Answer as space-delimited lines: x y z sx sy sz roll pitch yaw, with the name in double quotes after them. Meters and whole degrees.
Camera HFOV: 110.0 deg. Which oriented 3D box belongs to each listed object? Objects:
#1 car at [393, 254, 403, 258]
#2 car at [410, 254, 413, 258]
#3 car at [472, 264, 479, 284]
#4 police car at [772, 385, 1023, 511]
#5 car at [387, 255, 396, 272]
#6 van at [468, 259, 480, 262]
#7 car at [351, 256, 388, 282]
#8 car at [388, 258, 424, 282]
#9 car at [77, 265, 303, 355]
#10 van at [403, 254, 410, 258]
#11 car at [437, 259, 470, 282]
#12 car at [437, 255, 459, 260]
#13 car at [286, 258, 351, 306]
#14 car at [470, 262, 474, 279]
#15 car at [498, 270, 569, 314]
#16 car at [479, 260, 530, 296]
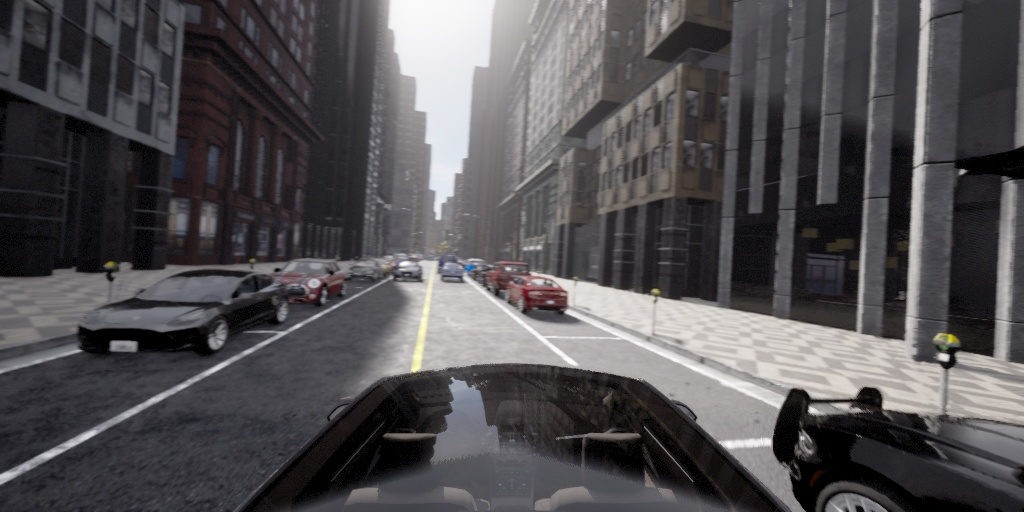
-12.160 0.746 35.063 1.967 1.591 4.097 0 0 -12 "car"
-15.647 0.772 51.435 1.751 1.417 4.829 0 0 -12 "car"
-1.493 1.461 25.823 1.948 1.339 4.313 0 0 -12 "car"
3.456 1.387 0.938 1.930 1.638 5.238 4 -1 -12 "police car"
-10.950 0.852 29.384 1.751 1.417 4.829 0 0 -12 "car"
-3.842 1.196 36.849 1.690 1.789 3.998 0 0 -12 "van"
-9.811 0.896 24.038 2.007 1.370 4.403 0 0 -12 "car"
-7.482 1.078 26.147 1.994 1.385 4.181 4 -1 -12 "car"
-6.289 0.972 7.500 1.948 1.339 4.313 0 0 -12 "car"
-14.508 0.607 46.089 1.690 1.789 3.998 0 0 -12 "van"
-4.933 1.257 29.346 2.033 1.411 5.357 4 -1 -12 "car"
-7.300 0.891 40.375 2.150 2.045 5.566 4 0 -11 "car"
-7.463 0.826 13.013 1.967 1.591 4.097 0 0 -12 "car"
-2.668 1.441 31.336 1.948 1.339 4.313 0 0 -12 "car"
0.855 1.480 14.796 1.888 1.381 4.507 0 0 -12 "car"
-0.319 1.230 20.310 2.192 1.841 5.009 0 0 -12 "car"
